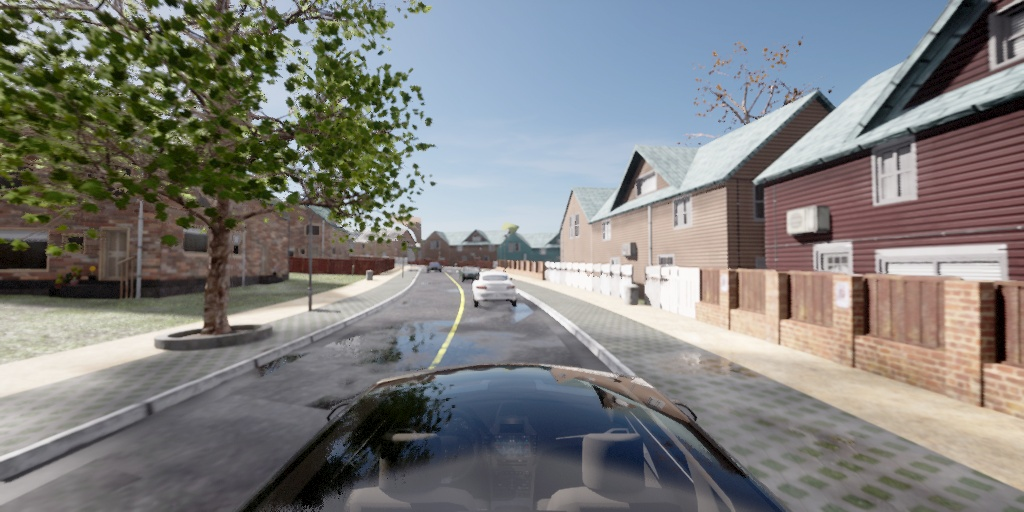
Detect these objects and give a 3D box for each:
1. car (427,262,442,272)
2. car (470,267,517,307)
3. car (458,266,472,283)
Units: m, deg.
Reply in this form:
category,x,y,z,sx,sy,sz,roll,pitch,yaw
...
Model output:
category,x,y,z,sx,sy,sz,roll,pitch,yaw
car,-10.626,1.521,49.128,1.994,1.385,4.181,0,0,-13
car,-0.873,1.409,16.389,1.812,1.442,4.674,0,0,-7
car,-3.577,1.548,31.009,1.895,1.301,4.718,0,0,-13
